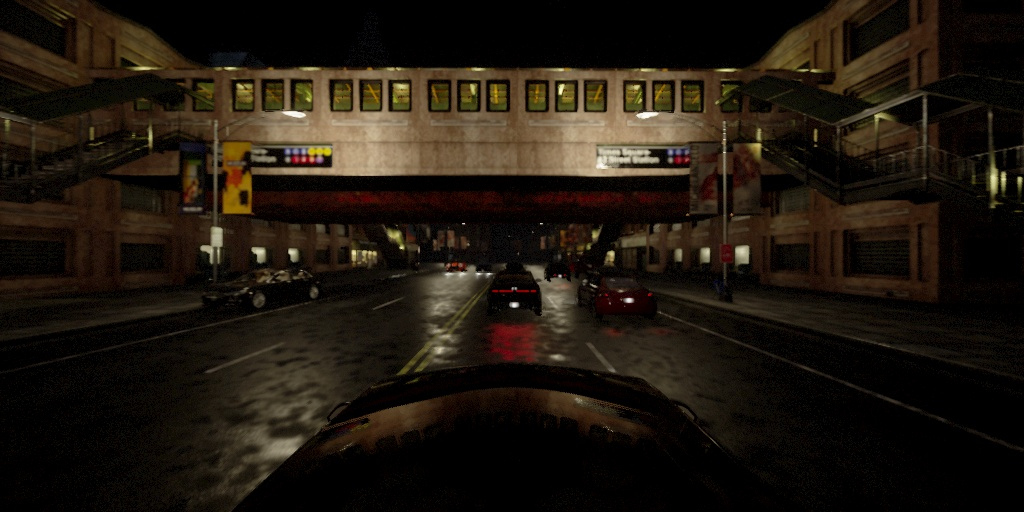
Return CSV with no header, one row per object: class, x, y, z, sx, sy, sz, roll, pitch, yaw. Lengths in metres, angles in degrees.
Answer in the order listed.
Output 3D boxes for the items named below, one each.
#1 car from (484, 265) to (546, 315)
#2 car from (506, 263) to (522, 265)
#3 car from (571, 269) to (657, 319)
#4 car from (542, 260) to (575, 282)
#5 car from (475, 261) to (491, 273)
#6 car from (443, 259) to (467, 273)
car,0.085,1.268,13.631,1.837,1.490,4.892,0,0,0
car,0.186,1.283,29.607,1.837,1.490,4.892,0,0,1
car,3.582,1.326,12.948,1.994,1.385,4.181,0,0,0
car,3.687,1.283,29.792,1.837,1.490,4.892,0,0,0
car,-3.466,1.342,45.094,2.033,1.411,5.357,0,0,0
car,-6.963,1.145,45.306,2.097,1.767,4.553,0,0,0
